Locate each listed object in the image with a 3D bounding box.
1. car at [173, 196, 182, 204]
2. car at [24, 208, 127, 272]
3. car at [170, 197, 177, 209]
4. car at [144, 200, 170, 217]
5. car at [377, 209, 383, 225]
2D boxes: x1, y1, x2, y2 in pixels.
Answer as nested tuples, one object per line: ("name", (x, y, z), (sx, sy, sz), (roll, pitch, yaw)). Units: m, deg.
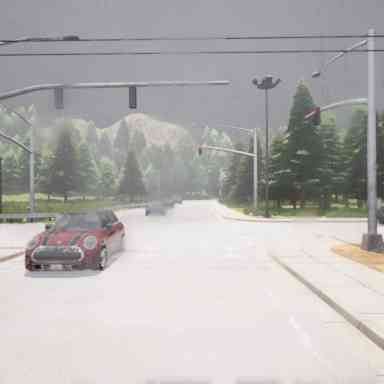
("car", (-3.130, 1.535, 66.259), (2.097, 1.767, 4.553), (0, 0, 2))
("car", (-3.592, 1.402, 11.047), (2.097, 1.767, 4.553), (0, 0, 0))
("car", (-3.518, 1.739, 47.314), (1.895, 1.301, 4.718), (0, 0, 0))
("car", (-3.554, 1.631, 33.415), (1.812, 1.442, 4.674), (0, 0, 0))
("car", (14.611, 1.361, 22.104), (4.553, 1.767, 2.097), (0, 0, 1))
